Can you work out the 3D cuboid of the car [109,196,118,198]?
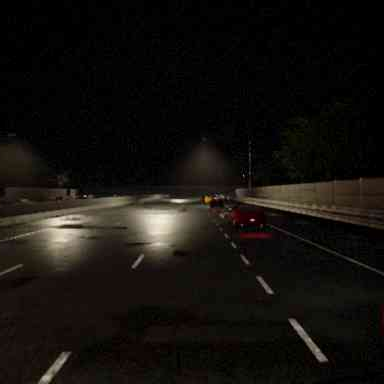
[{"bbox_3d":[-17.409,1.496,74.032,2.033,1.411,5.357,0,0,0],"label":"car"}]

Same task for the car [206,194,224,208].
[{"bbox_3d":[3.524,1.503,48.141,2.128,1.511,4.902,0,0,0],"label":"car"}]

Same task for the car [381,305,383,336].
[{"bbox_3d":[3.502,1.477,2.525,1.882,1.535,5.008,0,0,0],"label":"car"}]

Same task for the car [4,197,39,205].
[{"bbox_3d":[-17.569,1.495,33.597,2.128,1.511,4.902,0,0,0],"label":"car"}]

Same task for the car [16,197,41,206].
[{"bbox_3d":[-27.974,1.548,57.082,1.812,1.442,4.674,0,0,1],"label":"car"}]

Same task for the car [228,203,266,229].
[{"bbox_3d":[3.511,1.479,21.766,1.882,1.535,5.008,0,0,0],"label":"car"}]

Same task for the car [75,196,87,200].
[{"bbox_3d":[-24.409,1.508,74.060,1.994,1.385,4.181,0,0,0],"label":"car"}]

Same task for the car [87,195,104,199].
[{"bbox_3d":[-20.909,1.481,74.046,2.128,1.511,4.902,0,0,0],"label":"car"}]

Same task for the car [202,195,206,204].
[{"bbox_3d":[3.565,1.516,66.836,1.882,1.535,5.008,0,0,0],"label":"car"}]
